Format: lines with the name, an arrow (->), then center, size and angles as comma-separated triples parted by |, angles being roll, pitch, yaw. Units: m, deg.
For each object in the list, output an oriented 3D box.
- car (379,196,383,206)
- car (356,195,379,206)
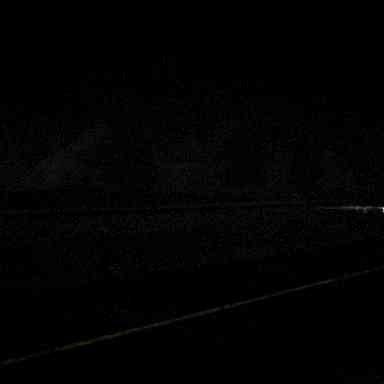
car -> 26.334, 1.144, 42.227 | 4.892, 1.490, 1.837 | -1, 1, -33
car -> 24.176, 1.124, 44.995 | 4.902, 1.511, 2.128 | -1, 0, -33
